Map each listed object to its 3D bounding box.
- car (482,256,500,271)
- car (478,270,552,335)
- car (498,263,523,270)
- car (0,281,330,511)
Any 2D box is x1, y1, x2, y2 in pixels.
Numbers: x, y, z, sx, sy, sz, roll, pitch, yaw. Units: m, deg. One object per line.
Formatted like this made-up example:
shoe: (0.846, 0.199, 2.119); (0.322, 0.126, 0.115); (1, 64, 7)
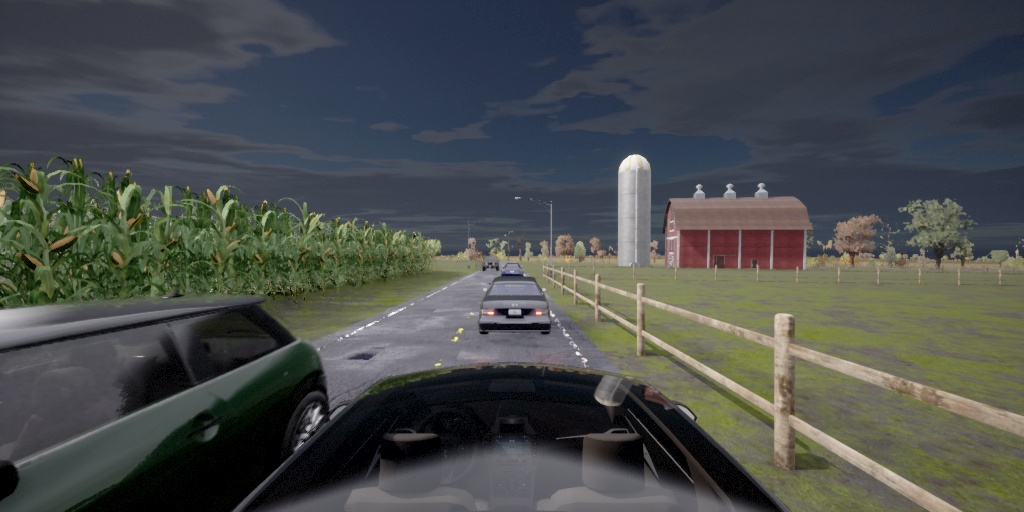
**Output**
car: (-2.841, 0.979, 49.063); (2.150, 2.045, 5.566); (0, 0, 0)
car: (0.074, 1.297, 10.506); (2.033, 1.411, 5.357); (0, 0, 0)
car: (0.043, 1.318, 32.732); (1.994, 1.385, 4.181); (0, 0, 0)
car: (-2.849, 1.102, 1.642); (2.097, 1.767, 4.553); (0, 0, 0)
